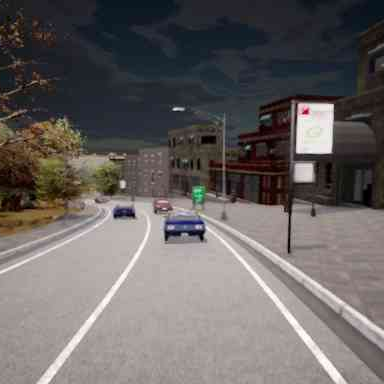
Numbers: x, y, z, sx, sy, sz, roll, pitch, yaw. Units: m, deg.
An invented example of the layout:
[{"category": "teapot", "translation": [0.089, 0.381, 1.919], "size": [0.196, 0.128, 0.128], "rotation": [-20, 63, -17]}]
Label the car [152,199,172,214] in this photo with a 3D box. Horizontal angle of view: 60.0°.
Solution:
[{"category": "car", "translation": [-3.128, 1.450, 34.435], "size": [1.812, 1.442, 4.674], "rotation": [-1, 0, -12]}]

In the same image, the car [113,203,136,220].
[{"category": "car", "translation": [-5.727, 1.594, 28.459], "size": [1.895, 1.301, 4.718], "rotation": [-1, 0, -10]}]

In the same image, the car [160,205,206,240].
[{"category": "car", "translation": [-0.489, 1.558, 16.660], "size": [1.895, 1.301, 4.718], "rotation": [0, 0, -5]}]

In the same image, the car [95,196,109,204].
[{"category": "car", "translation": [-18.334, 1.527, 67.689], "size": [2.097, 1.767, 4.553], "rotation": [-3, 1, -26]}]
